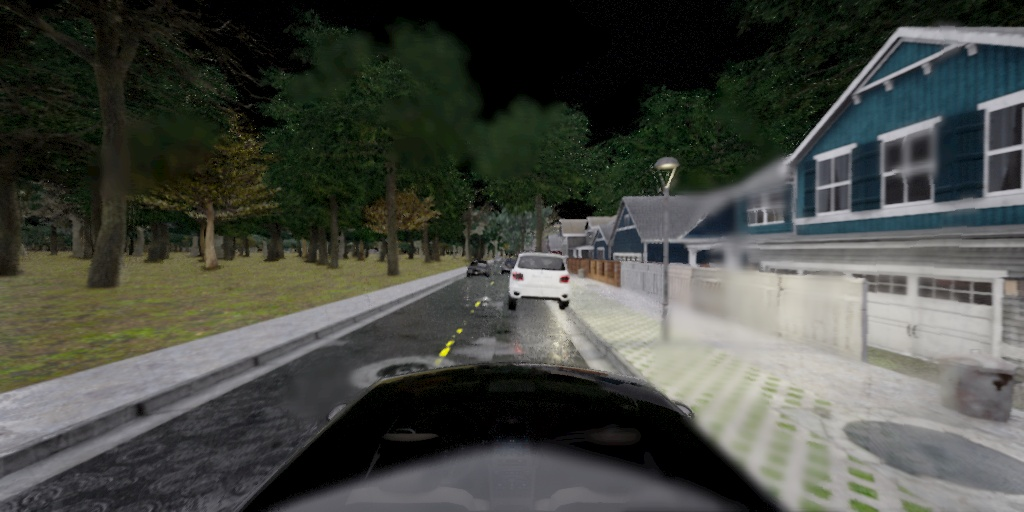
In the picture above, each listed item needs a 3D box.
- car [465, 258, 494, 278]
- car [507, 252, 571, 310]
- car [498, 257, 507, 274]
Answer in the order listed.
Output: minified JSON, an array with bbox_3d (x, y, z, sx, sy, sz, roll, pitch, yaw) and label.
[{"bbox_3d":[-2.835,1.089,31.066,1.837,1.490,4.892,0,0,0],"label":"car"},{"bbox_3d":[0.970,0.931,14.400,2.150,2.045,5.566,3,-1,0],"label":"car"},{"bbox_3d":[-0.062,1.118,36.884,1.994,1.385,4.181,0,0,2],"label":"car"}]
